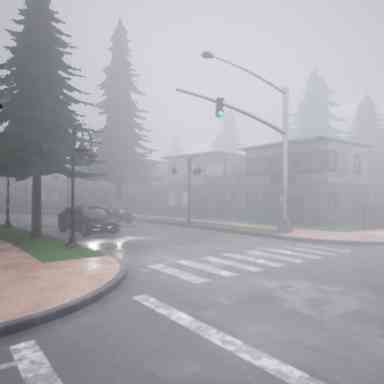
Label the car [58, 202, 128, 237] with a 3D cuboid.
[{"bbox_3d":[-5.839,1.539,18.620,1.837,1.490,4.892,1,0,-43],"label":"car"}]

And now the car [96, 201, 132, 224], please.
[{"bbox_3d":[-6.417,1.413,24.406,4.553,1.767,2.097,0,0,42],"label":"car"}]
